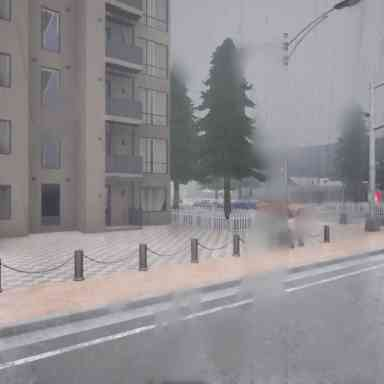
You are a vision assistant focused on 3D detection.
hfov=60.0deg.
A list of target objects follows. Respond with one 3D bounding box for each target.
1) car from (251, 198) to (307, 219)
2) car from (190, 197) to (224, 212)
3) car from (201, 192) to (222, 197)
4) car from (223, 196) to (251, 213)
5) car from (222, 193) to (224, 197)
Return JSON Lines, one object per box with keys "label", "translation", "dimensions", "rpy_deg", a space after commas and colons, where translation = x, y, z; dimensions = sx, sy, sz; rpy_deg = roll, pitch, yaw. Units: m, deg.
{"label": "car", "translation": [7.878, 1.367, 29.619], "dimensions": [2.097, 1.767, 4.553], "rpy_deg": [0, 0, -37]}
{"label": "car", "translation": [1.830, 1.579, 37.605], "dimensions": [1.994, 1.385, 4.181], "rpy_deg": [0, 0, -37]}
{"label": "car", "translation": [5.363, 1.112, 92.687], "dimensions": [1.932, 1.855, 4.605], "rpy_deg": [0, 0, -37]}
{"label": "car", "translation": [6.131, 1.493, 38.037], "dimensions": [1.882, 1.535, 5.008], "rpy_deg": [0, 0, -37]}
{"label": "car", "translation": [7.449, 1.092, 94.752], "dimensions": [1.905, 1.878, 3.866], "rpy_deg": [0, 0, -37]}
